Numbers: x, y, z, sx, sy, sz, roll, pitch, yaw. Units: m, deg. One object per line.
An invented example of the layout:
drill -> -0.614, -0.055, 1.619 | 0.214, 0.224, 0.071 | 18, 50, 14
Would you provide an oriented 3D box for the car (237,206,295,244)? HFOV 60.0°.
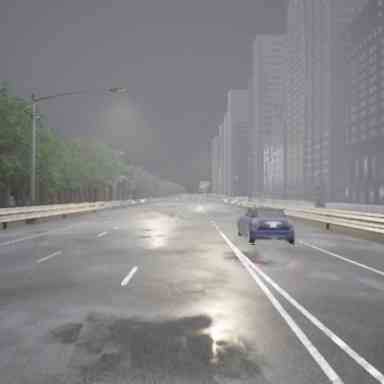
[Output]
car -> 3.598, 1.542, 16.983 | 2.097, 1.767, 4.553 | 0, -1, -1
